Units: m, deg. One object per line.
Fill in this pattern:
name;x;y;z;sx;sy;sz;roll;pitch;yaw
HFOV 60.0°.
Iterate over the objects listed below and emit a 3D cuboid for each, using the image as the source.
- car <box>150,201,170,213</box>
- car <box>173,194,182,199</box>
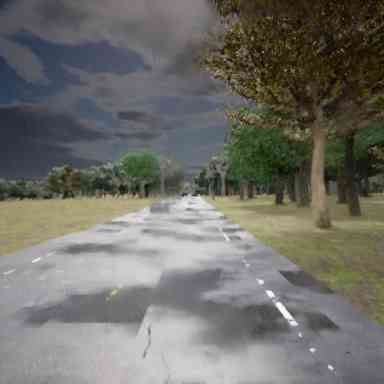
car;-3.570;1.658;37.631;1.994;1.385;4.181;0;0;0
car;-3.462;1.138;78.407;2.097;1.767;4.553;0;0;0
